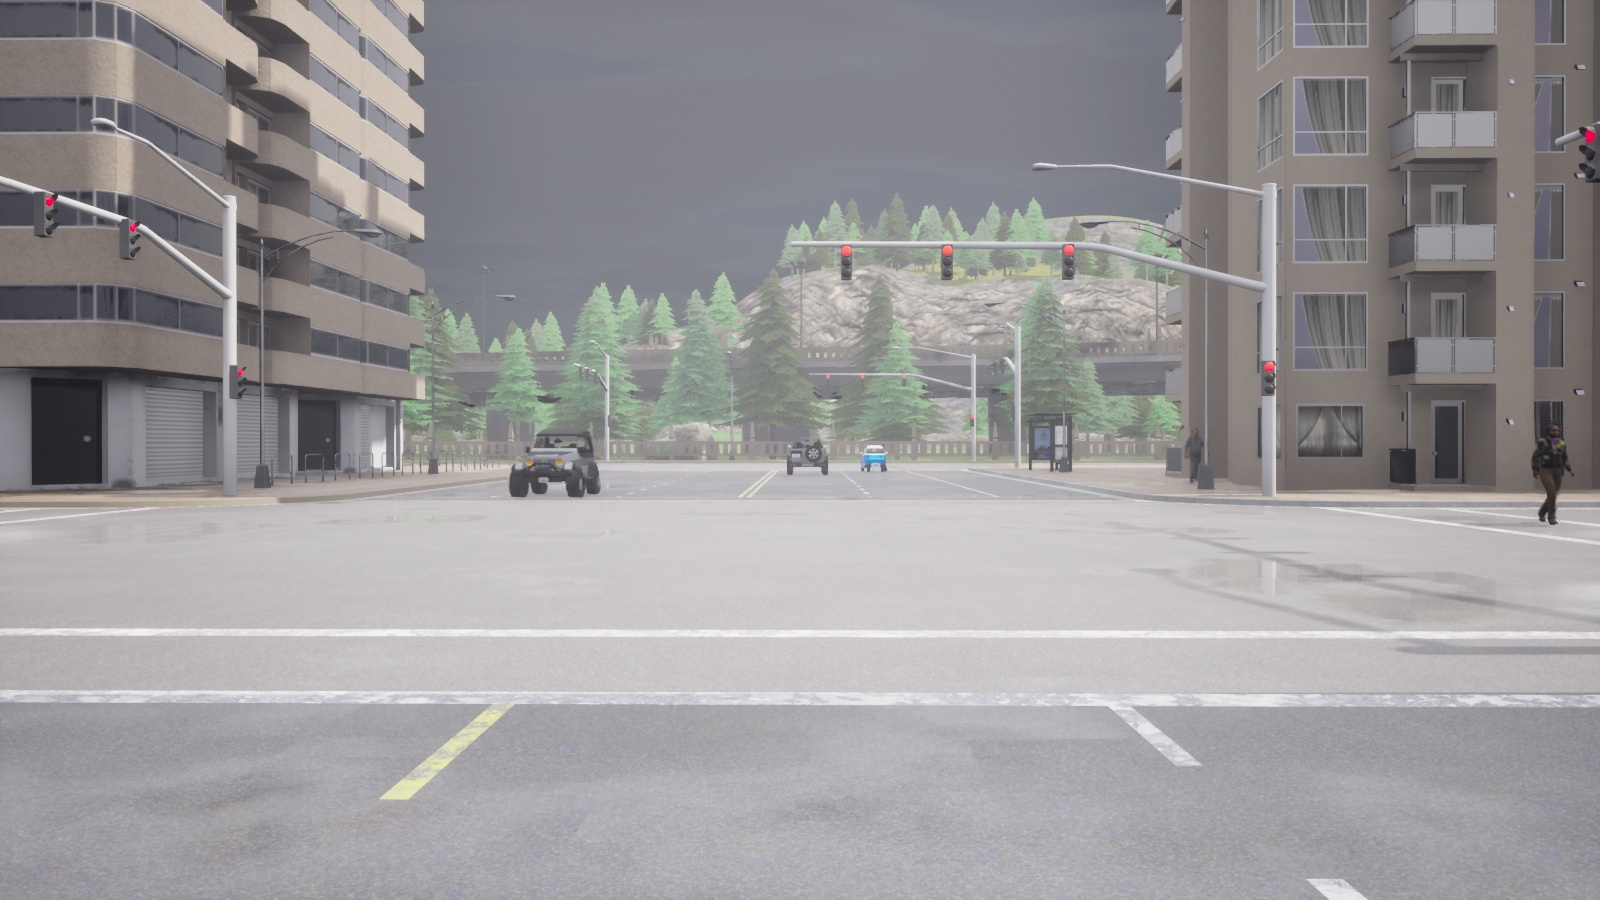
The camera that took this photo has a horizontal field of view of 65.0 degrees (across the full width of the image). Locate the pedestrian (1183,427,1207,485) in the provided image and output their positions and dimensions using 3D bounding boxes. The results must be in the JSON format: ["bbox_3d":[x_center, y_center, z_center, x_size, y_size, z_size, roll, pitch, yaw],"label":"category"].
[{"bbox_3d":[12.818,0.185,40.731,0.540,1.848,0.694,0,0,-1],"label":"pedestrian"}]

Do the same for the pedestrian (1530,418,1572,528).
[{"bbox_3d":[13.321,0.400,22.286,0.395,1.930,0.692,0,0,8],"label":"pedestrian"}]

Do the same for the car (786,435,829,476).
[{"bbox_3d":[0.350,0.229,59.258,1.932,1.855,4.605,0,0,0],"label":"car"}]

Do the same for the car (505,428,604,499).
[{"bbox_3d":[-6.831,0.337,35.329,1.905,1.878,3.866,0,0,2],"label":"car"}]

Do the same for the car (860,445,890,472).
[{"bbox_3d":[3.885,0.436,65.278,1.481,1.376,2.207,0,1,1],"label":"car"}]
